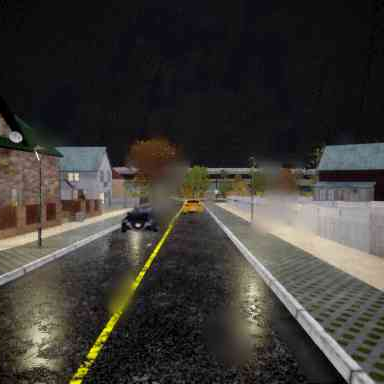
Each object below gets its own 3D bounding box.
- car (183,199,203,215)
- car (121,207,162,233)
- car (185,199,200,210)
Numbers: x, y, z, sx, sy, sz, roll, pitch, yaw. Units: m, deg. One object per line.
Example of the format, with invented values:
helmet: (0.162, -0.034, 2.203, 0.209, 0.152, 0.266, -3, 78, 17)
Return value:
car: (0.118, 1.471, 33.993, 1.882, 1.535, 5.008, 0, 0, 0)
car: (-2.836, 1.557, 19.461, 1.994, 1.385, 4.181, 0, 0, 0)
car: (0.123, 1.602, 44.527, 1.895, 1.301, 4.718, 0, 0, 0)
